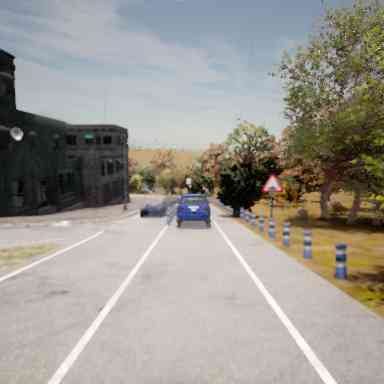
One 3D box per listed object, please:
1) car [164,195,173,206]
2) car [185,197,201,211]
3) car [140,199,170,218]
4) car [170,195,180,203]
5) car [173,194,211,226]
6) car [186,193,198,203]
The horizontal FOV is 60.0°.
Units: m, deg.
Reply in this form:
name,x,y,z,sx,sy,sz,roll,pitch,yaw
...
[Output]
name,x,y,z,sx,sy,sz,roll,pitch,yaw
car,-3.314,1.415,48.618,1.837,1.490,4.892,0,0,0
car,0.110,1.427,40.561,1.837,1.490,4.892,0,0,0
car,-3.384,1.545,29.460,1.895,1.301,4.718,0,0,1
car,-3.452,1.347,66.718,2.033,1.411,5.357,0,1,-3
car,0.105,1.177,22.908,2.150,2.045,5.566,0,0,0
car,-0.061,1.196,63.657,2.097,1.767,4.553,0,1,-2
